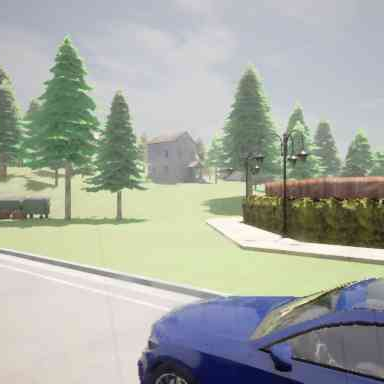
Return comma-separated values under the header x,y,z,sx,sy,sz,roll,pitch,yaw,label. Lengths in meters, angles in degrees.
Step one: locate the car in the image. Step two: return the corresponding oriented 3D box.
x,y,z,sx,sy,sz,roll,pitch,yaw,label
1.630,1.526,2.820,4.674,1.442,1.812,0,0,36,car
